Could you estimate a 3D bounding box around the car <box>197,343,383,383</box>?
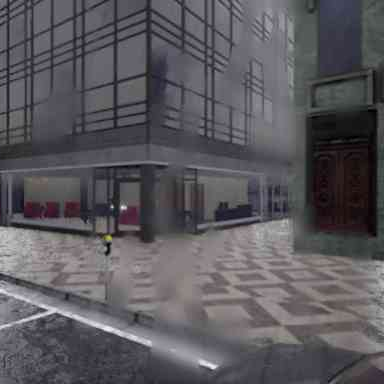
[{"bbox_3d":[1.887,1.551,1.614,4.403,1.369,2.008,0,0,35],"label":"car"}]
